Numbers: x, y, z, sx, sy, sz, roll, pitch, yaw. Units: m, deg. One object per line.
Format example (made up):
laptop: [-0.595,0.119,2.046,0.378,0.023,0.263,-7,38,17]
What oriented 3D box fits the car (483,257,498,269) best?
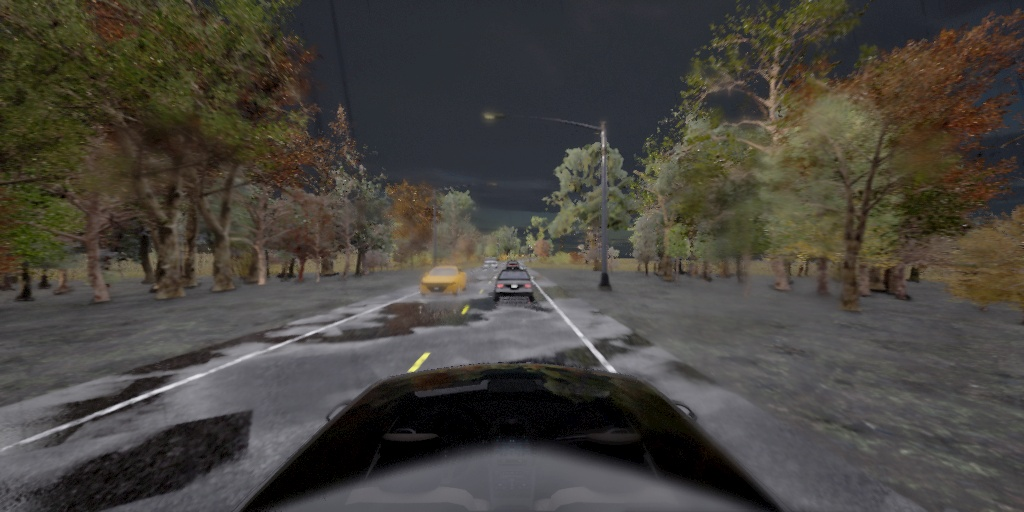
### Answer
car: [-3.519,1.196,60.074,2.150,2.045,5.566,0,0,1]

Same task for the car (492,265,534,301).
car: [0.098,1.345,17.776,2.033,1.411,5.357,0,0,0]

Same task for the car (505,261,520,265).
car: [0.105,1.396,49.555,1.837,1.490,4.892,0,0,0]

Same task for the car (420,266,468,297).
car: [-3.591,1.280,19.587,1.882,1.535,5.008,0,0,0]
